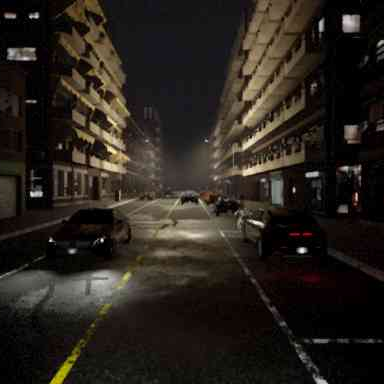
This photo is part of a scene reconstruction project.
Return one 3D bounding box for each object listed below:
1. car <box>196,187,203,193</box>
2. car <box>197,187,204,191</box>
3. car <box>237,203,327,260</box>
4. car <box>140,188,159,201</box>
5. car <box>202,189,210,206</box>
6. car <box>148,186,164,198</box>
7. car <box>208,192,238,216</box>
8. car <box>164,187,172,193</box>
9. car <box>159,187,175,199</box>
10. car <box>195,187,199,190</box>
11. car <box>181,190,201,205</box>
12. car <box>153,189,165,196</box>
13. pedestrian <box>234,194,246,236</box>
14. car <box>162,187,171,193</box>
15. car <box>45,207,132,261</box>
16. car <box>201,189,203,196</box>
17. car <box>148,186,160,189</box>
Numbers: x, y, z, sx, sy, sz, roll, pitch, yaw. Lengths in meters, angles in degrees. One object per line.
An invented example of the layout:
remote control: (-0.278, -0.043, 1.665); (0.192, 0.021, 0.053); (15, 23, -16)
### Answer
car: (1.893, -0.484, 85.599); (1.752, 1.417, 4.829); (1, 1, -1)
car: (2.153, 0.229, 57.583); (1.802, 1.307, 4.206); (1, 1, -1)
car: (2.895, 1.240, 11.224); (1.837, 1.490, 4.892); (0, 1, -1)
car: (-6.121, 0.469, 46.404); (1.947, 1.339, 4.313); (1, 1, -1)
car: (2.364, 0.690, 35.474); (1.752, 1.417, 4.829); (1, 1, -1)
car: (-6.223, -0.043, 57.537); (2.192, 1.841, 5.009); (1, 1, -1)
car: (2.472, 0.981, 24.166); (2.008, 1.369, 4.403); (1, 1, -1)
car: (-6.546, -0.575, 90.959); (1.947, 1.339, 4.313); (1, 1, -1)
car: (-3.569, 0.294, 51.343); (1.837, 1.490, 4.892); (0, 1, 0)
car: (-0.451, 0.413, 48.141); (2.033, 1.411, 5.357); (0, 1, -1)
car: (-0.275, 0.705, 37.977); (1.895, 1.301, 4.718); (0, 1, 0)
car: (-6.280, 0.093, 63.112); (1.802, 1.307, 4.206); (1, 1, -1)
pedestrian: (2.099, 0.960, 14.103); (0.375, 1.860, 0.375); (1, 0, -6)
car: (-6.491, -0.481, 85.218); (1.752, 1.417, 4.829); (1, 1, -1)
car: (-3.218, 1.256, 11.216); (1.812, 1.442, 4.674); (0, 1, 0)
car: (2.312, 0.620, 40.875); (1.802, 1.307, 4.206); (1, 1, -1)
car: (-6.170, 0.087, 51.967); (2.192, 1.841, 5.009); (1, 1, -1)
